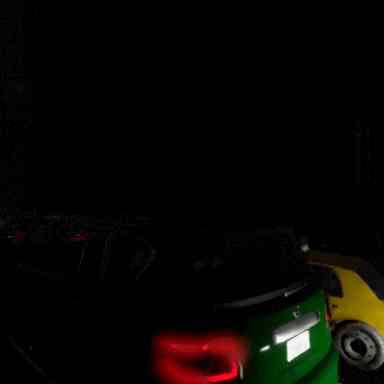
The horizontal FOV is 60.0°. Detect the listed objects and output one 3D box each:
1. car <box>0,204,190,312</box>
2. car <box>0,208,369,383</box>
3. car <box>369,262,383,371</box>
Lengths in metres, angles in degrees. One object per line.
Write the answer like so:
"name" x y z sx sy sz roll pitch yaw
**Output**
"car" -2.719 1.328 8.600 5.009 1.841 2.192 0 0 36
"car" -1.045 1.229 4.420 2.150 2.045 5.566 0 0 -43
"car" 1.563 1.537 5.533 4.829 1.417 1.752 0 0 36
